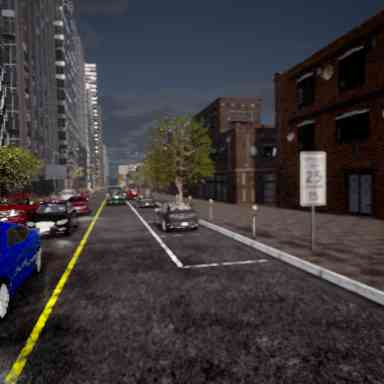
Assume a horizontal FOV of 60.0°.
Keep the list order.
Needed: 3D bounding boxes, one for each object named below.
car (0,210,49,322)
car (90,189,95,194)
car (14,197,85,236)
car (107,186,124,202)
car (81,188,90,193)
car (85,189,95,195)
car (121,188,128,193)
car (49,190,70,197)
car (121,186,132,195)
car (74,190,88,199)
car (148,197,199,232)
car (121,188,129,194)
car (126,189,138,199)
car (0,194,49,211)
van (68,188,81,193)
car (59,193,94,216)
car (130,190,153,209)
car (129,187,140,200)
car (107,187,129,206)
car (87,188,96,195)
[{"bbox_3d":[-4.523,1.434,7.017,1.882,1.535,5.008,-2,2,-15],"label":"car"},{"bbox_3d":[-21.862,0.236,68.953,1.887,1.381,4.507,-3,2,-13],"label":"car"},{"bbox_3d":[-6.742,1.248,16.359,2.128,1.511,4.902,-2,2,-13],"label":"car"},{"bbox_3d":[-10.903,0.245,47.362,2.150,2.045,5.566,-2,2,-13],"label":"car"},{"bbox_3d":[-18.046,0.352,52.791,2.192,1.841,5.009,-3,2,-13],"label":"car"},{"bbox_3d":[-24.372,-0.011,79.557,1.752,1.417,4.829,-3,2,-13],"label":"car"},{"bbox_3d":[-18.802,-0.422,92.406,1.802,1.307,4.206,-3,2,-13],"label":"car"},{"bbox_3d":[-12.788,0.954,30.545,1.967,1.590,4.097,-3,2,-13],"label":"car"},{"bbox_3d":[-14.989,-0.343,76.245,2.192,1.841,5.009,-3,2,-13],"label":"car"},{"bbox_3d":[-19.274,0.451,58.017,1.752,1.417,4.829,-3,2,-13],"label":"car"},{"bbox_3d":[-0.836,1.157,17.051,2.008,1.369,4.403,-3,2,-13],"label":"car"},{"bbox_3d":[-17.528,-0.323,87.021,1.947,1.339,4.313,-3,2,-13],"label":"car"},{"bbox_3d":[-9.923,0.325,54.878,1.752,1.417,4.829,-3,2,-13],"label":"car"},{"bbox_3d":[-10.332,1.062,19.751,2.192,1.841,5.009,-3,2,-13],"label":"car"},{"bbox_3d":[-15.497,0.609,42.022,1.690,1.788,3.998,-3,2,-13],"label":"van"},{"bbox_3d":[-9.154,1.064,26.593,1.812,1.442,4.674,-2,1,-13],"label":"car"},{"bbox_3d":[-4.605,0.831,32.462,2.008,1.369,4.403,-3,2,-13],"label":"car"},{"bbox_3d":[-8.617,0.234,49.321,2.192,1.841,5.009,-3,2,-13],"label":"car"},{"bbox_3d":[-8.558,0.580,37.706,2.097,1.767,4.553,-2,2,-13],"label":"car"},{"bbox_3d":[-25.647,-0.126,84.941,1.752,1.417,4.829,-3,2,-13],"label":"car"}]
